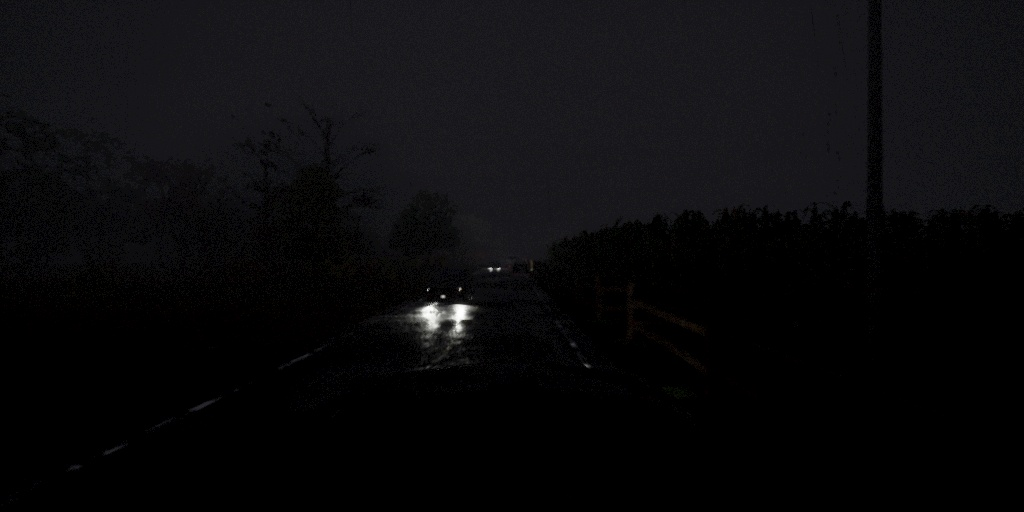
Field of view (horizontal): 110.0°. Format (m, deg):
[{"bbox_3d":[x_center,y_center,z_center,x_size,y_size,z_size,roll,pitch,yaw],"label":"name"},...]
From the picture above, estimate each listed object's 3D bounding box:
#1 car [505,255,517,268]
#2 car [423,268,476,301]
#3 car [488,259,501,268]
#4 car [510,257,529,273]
[{"bbox_3d":[-0.002,0.911,60.955,2.150,2.045,5.566,0,0,0],"label":"car"},{"bbox_3d":[-2.850,1.296,17.484,2.033,1.411,5.357,0,0,0],"label":"car"},{"bbox_3d":[-2.804,1.259,58.912,1.994,1.385,4.181,0,0,1],"label":"car"},{"bbox_3d":[0.961,1.203,42.854,1.882,1.535,5.008,0,0,0],"label":"car"}]
